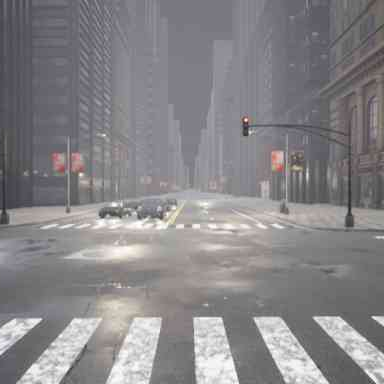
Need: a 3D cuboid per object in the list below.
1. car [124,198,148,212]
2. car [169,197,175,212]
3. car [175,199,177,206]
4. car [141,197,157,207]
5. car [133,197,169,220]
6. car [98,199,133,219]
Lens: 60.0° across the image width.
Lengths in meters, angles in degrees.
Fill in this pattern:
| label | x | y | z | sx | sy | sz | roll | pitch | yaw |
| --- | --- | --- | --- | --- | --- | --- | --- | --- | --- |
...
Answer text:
| label | x | y | z | sx | sy | sz | roll | pitch | yaw |
| --- | --- | --- | --- | --- | --- | --- | --- | --- | --- |
| car | -6.585 | 1.507 | 39.668 | 2.033 | 1.411 | 5.357 | 0 | 0 | 0 |
| car | -3.337 | 1.509 | 37.892 | 2.033 | 1.411 | 5.357 | 0 | 0 | 0 |
| car | -3.328 | 1.504 | 52.357 | 1.994 | 1.385 | 4.181 | 0 | 0 | 0 |
| car | -6.582 | 1.542 | 51.606 | 1.895 | 1.301 | 4.718 | 0 | 0 | 0 |
| car | -3.339 | 1.326 | 28.109 | 2.097 | 1.767 | 4.553 | 0 | 0 | 0 |
| car | -6.564 | 1.520 | 29.366 | 2.033 | 1.411 | 5.357 | 0 | 0 | 4 |
